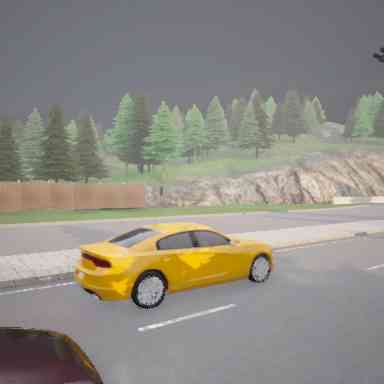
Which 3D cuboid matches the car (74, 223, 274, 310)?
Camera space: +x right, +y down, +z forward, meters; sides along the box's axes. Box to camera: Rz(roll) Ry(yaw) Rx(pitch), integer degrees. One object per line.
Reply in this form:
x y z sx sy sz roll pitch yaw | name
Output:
-0.160 1.478 7.931 5.008 1.535 1.882 0 0 -35 | car

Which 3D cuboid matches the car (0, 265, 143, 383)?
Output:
-2.571 1.563 1.912 4.181 1.385 1.994 0 0 -36 | car
